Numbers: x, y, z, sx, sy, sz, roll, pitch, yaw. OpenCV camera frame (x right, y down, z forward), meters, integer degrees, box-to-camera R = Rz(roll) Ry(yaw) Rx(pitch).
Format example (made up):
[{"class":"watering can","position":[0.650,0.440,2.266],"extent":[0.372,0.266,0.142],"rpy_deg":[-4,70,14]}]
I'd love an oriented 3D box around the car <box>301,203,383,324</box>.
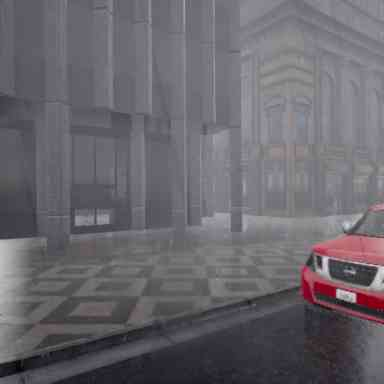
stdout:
[{"class":"car","position":[4.587,1.222,6.643],"extent":[5.566,2.045,2.150],"rpy_deg":[0,0,-35]}]
